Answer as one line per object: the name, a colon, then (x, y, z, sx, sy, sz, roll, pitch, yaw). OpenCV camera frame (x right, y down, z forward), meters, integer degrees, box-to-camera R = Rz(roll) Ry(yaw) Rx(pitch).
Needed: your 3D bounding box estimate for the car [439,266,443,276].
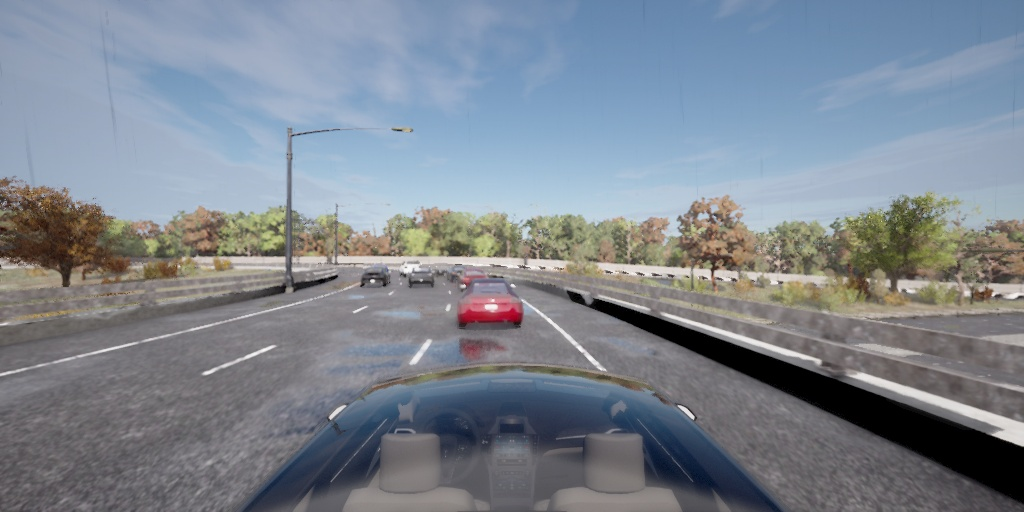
car: (-8.520, 1.878, 43.598, 1.895, 1.301, 4.718, 0, -1, -22)

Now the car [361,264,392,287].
car: (-10.827, 1.602, 28.671, 1.837, 1.490, 4.892, 0, 0, -14)

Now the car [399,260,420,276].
car: (-12.505, 1.511, 44.171, 2.150, 2.045, 5.566, 0, -1, -23)

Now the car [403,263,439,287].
car: (-7.063, 1.575, 28.026, 2.128, 1.511, 4.902, 0, -1, -14)

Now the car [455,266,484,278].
car: (-2.573, 1.549, 23.613, 1.812, 1.442, 4.674, 0, -1, -11)

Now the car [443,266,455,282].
car: (-5.111, 1.680, 33.956, 1.812, 1.442, 4.674, 0, -1, -17)

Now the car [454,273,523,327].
car: (-0.789, 1.442, 12.119, 1.994, 1.385, 4.181, 0, -1, -6)
